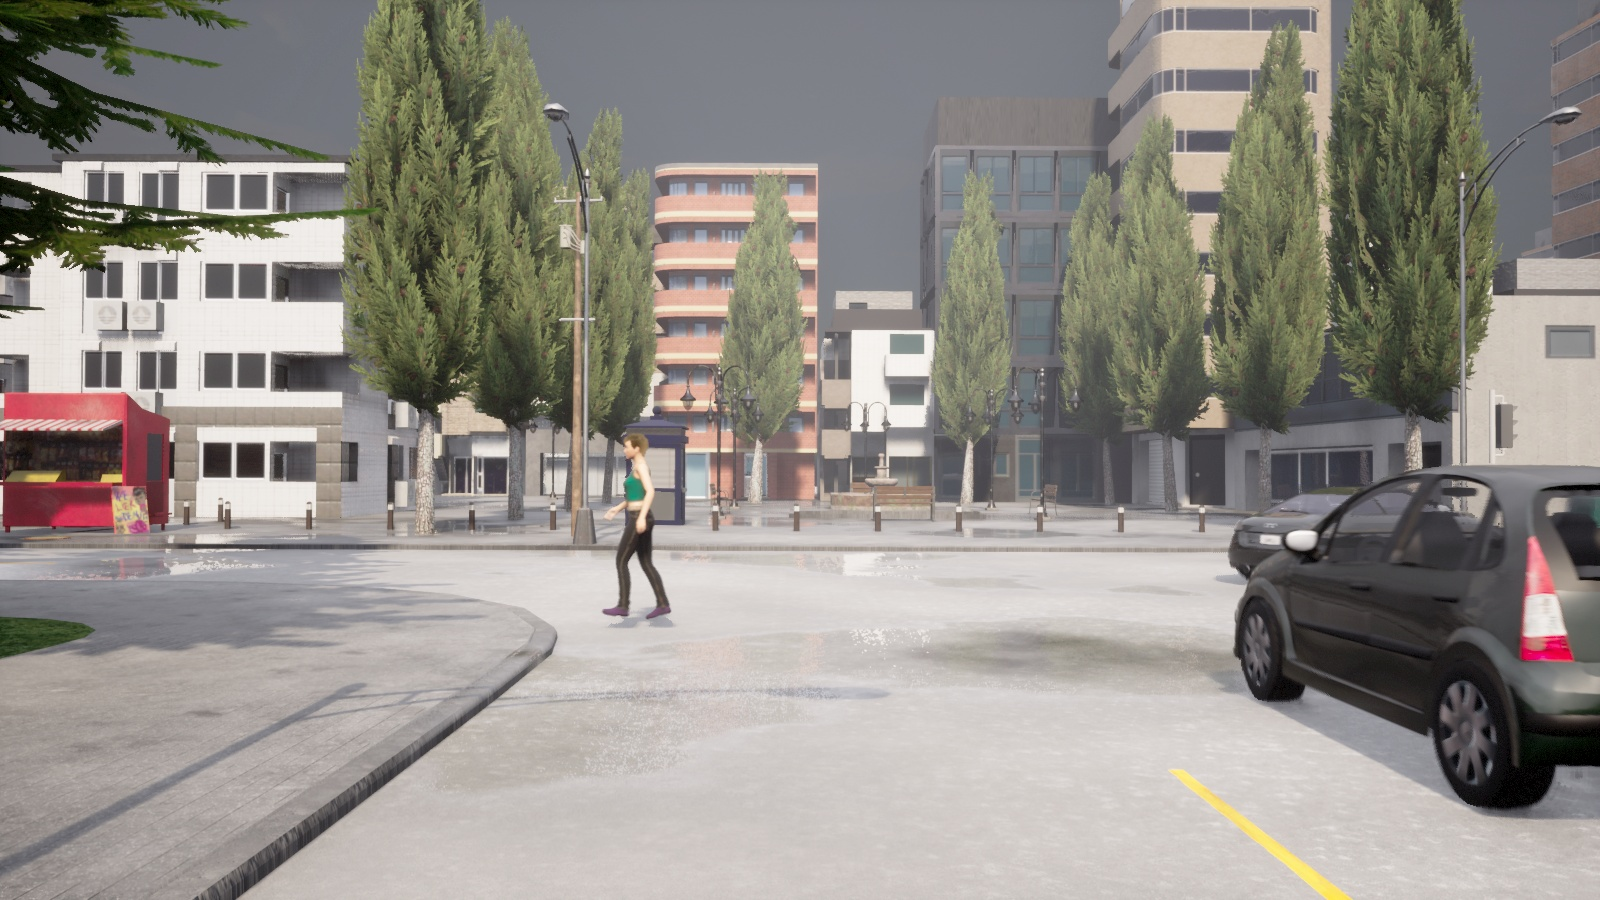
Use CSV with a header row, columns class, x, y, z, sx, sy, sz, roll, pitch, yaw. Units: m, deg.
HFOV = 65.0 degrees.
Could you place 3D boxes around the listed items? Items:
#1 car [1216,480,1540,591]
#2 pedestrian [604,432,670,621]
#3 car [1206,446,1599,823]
class,x,y,z,sx,sy,sz,roll,pitch,yaw
car,8.290,1.147,18.009,4.181,1.385,1.994,0,-1,-25
pedestrian,-1.609,0.749,12.418,0.594,1.836,0.345,0,-1,3
car,3.973,0.821,7.403,1.851,1.617,3.988,0,-1,0
